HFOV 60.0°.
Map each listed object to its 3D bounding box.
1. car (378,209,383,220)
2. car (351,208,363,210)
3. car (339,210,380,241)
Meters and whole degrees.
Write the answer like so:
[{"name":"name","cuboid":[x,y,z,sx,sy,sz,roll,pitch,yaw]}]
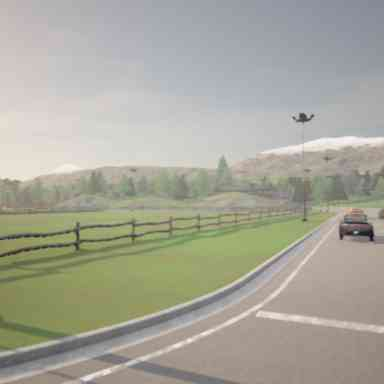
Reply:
[{"name":"car","cuboid":[24.964,2.821,42.472,2.033,1.411,5.357,-1,-2,26]},{"name":"car","cuboid":[22.620,2.872,45.631,1.882,1.535,5.008,-1,-2,26]},{"name":"car","cuboid":[10.342,2.136,20.897,2.128,1.511,4.902,-1,-2,27]}]
